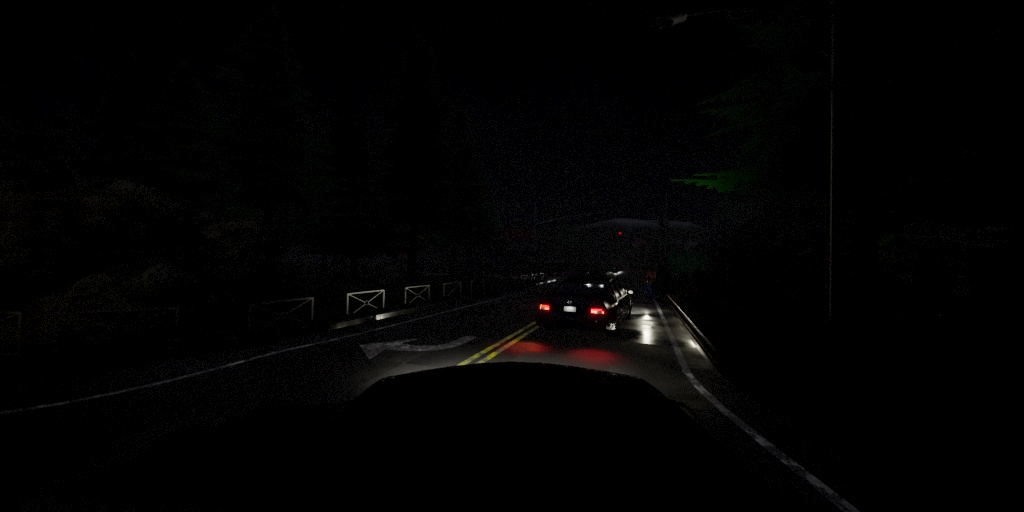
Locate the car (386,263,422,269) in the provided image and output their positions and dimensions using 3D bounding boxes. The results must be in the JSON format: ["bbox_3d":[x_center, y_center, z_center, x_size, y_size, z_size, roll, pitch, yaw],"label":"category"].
[{"bbox_3d":[-14.770,1.636,48.137,4.181,1.385,1.994,1,-1,20],"label":"car"}]

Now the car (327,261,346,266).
[{"bbox_3d":[-24.540,1.484,51.968,5.357,1.411,2.033,1,-1,23],"label":"car"}]

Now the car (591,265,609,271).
[{"bbox_3d":[9.912,1.950,41.851,1.895,1.301,4.718,0,-1,19],"label":"car"}]

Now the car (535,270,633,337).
[{"bbox_3d":[2.304,1.279,10.283,2.033,1.411,5.357,1,-1,24],"label":"car"}]

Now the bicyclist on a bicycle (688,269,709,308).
[{"bbox_3d":[7.874,1.358,15.107,1.656,1.620,0.582,1,-1,-34],"label":"bicyclist on a bicycle"}]

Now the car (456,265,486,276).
[{"bbox_3d":[-5.370,1.769,44.738,4.181,1.385,1.994,1,-1,20],"label":"car"}]

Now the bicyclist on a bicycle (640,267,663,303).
[{"bbox_3d":[6.429,1.345,16.489,1.656,1.620,0.582,1,-1,-31],"label":"bicyclist on a bicycle"}]

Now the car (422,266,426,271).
[{"bbox_3d":[-15.127,1.665,52.131,5.357,1.411,2.033,1,-1,20],"label":"car"}]

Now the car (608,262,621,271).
[{"bbox_3d":[17.175,2.056,62.244,2.097,1.767,4.553,1,-1,20],"label":"car"}]
